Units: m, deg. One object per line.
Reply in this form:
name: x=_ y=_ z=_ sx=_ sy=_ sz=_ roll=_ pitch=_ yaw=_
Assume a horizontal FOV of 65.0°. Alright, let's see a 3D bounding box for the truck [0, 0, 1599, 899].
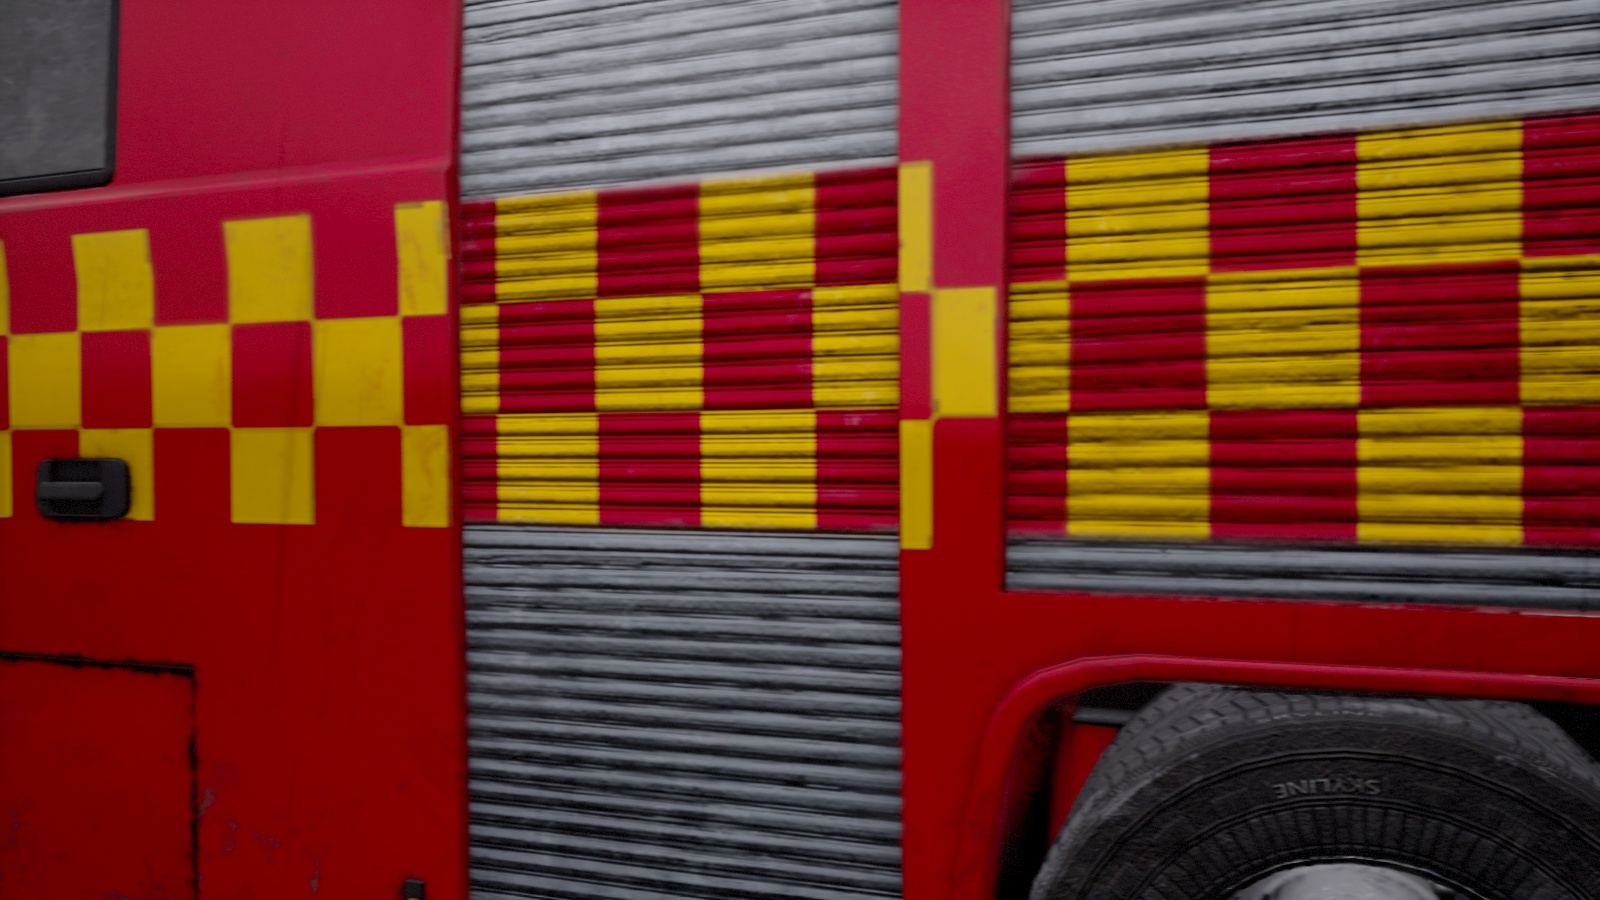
truck: x=-1.251 y=-0.394 z=4.184 sx=8.468 sy=3.827 sz=2.891 roll=0 pitch=1 yaw=20
